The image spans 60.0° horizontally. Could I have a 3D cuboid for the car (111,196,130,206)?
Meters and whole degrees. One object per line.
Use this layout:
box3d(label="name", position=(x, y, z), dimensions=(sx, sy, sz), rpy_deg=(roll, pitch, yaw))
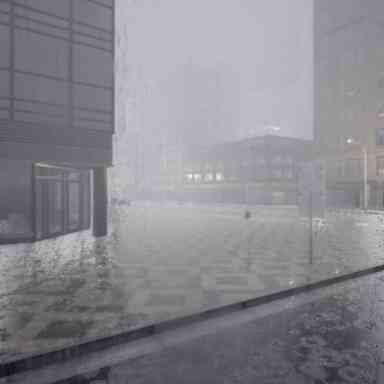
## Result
box3d(label="car", position=(-12.446, 1.533, 57.916), dimensions=(1.882, 1.535, 5.008), rpy_deg=(0, 0, -35))
